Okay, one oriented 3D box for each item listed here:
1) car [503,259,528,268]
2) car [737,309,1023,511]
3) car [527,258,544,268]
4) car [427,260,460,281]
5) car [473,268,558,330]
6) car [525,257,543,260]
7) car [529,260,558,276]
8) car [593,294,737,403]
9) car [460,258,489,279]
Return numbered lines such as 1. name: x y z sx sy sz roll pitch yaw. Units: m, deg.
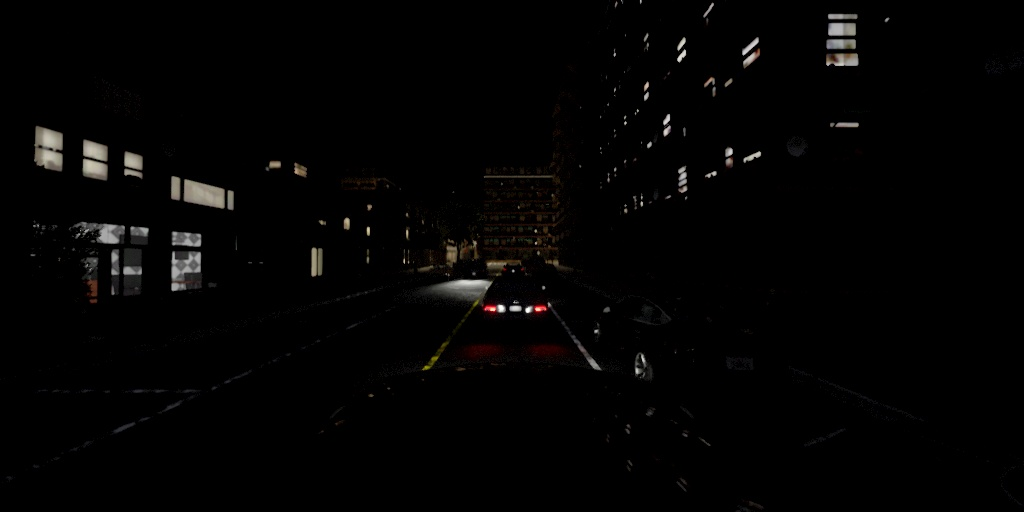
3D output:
1. car: 0.104 1.252 32.392 1.994 1.385 4.181 0 0 0
2. car: 2.691 1.192 0.642 1.967 1.591 4.097 0 0 0
3. car: 2.695 1.208 34.932 1.751 1.417 4.829 0 0 0
4. car: -5.654 1.219 28.848 1.751 1.417 4.829 0 0 0
5. car: 0.096 1.278 10.946 2.033 1.411 5.357 0 0 0
6. car: 2.696 0.987 40.449 2.192 1.841 5.009 0 0 0
7. car: 2.694 1.244 29.075 2.007 1.370 4.403 0 0 0
8. car: 2.692 1.306 6.330 1.948 1.339 4.313 0 0 0
9. car: -3.095 1.180 31.644 2.128 1.511 4.902 0 0 0
